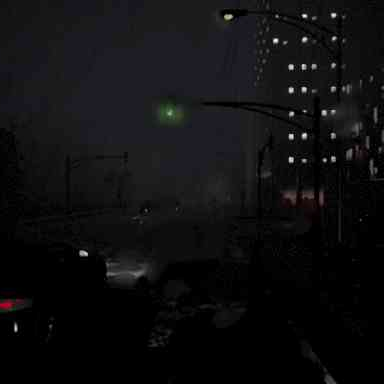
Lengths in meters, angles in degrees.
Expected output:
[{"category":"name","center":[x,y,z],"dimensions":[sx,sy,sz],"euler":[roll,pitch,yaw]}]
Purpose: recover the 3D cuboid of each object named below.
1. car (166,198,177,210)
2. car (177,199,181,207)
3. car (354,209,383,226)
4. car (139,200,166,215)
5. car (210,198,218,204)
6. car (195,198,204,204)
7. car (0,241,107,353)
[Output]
[{"category":"car","center":[-3.867,1.854,47.896],"dimensions":[2.033,1.411,5.357],"euler":[0,0,4]},{"category":"car","center":[-3.038,1.856,58.334],"dimensions":[1.882,1.535,5.008],"euler":[0,0,5]},{"category":"car","center":[13.716,1.597,22.615],"dimensions":[4.718,1.301,1.895],"euler":[0,0,2]},{"category":"car","center":[-4.661,1.731,37.680],"dimensions":[2.128,1.511,4.902],"euler":[0,0,5]},{"category":"car","center":[5.109,2.063,78.232],"dimensions":[2.033,1.411,5.357],"euler":[0,0,4]},{"category":"car","center":[1.843,2.116,78.154],"dimensions":[1.895,1.301,4.718],"euler":[0,0,4]},{"category":"car","center":[-3.020,1.604,6.227],"dimensions":[1.994,1.385,4.181],"euler":[0,0,1]}]
